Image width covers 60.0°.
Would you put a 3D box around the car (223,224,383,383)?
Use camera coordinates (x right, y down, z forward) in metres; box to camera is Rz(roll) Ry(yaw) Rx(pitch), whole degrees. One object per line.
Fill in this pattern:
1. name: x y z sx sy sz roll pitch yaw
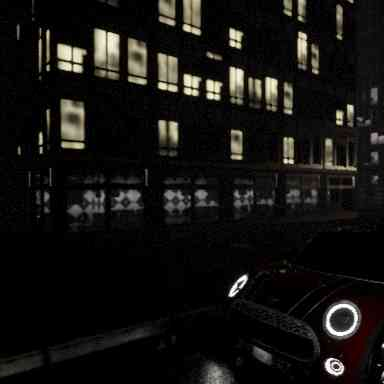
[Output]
1. car: 2.664 1.367 5.286 4.553 1.767 2.097 0 0 -36
